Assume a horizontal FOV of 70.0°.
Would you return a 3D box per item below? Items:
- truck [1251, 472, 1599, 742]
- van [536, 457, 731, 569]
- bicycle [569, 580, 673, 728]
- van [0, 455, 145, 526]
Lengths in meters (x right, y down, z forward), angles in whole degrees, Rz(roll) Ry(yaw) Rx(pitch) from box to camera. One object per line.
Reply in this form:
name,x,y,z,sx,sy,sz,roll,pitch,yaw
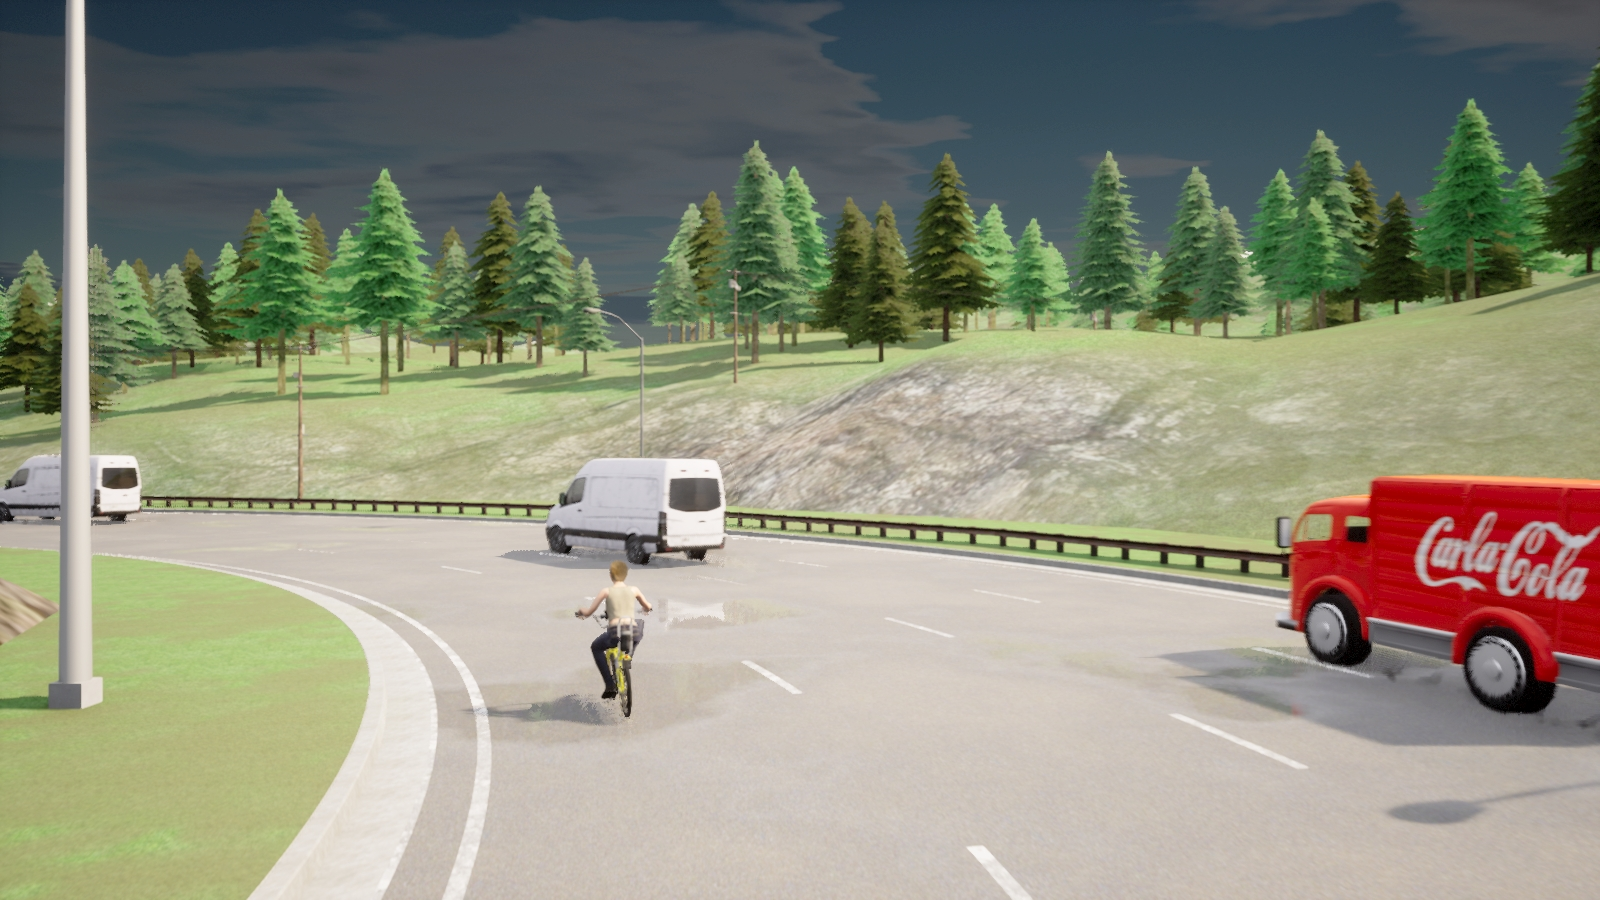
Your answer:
truck,8.182,1.548,13.547,2.627,2.467,5.204,0,0,-16
van,-4.421,1.501,29.431,1.988,2.561,5.915,1,-1,-42
bicycle,-1.952,2.143,12.315,0.859,1.276,1.487,-1,0,-18
van,-28.104,1.490,43.598,5.915,2.561,1.988,0,-1,19
